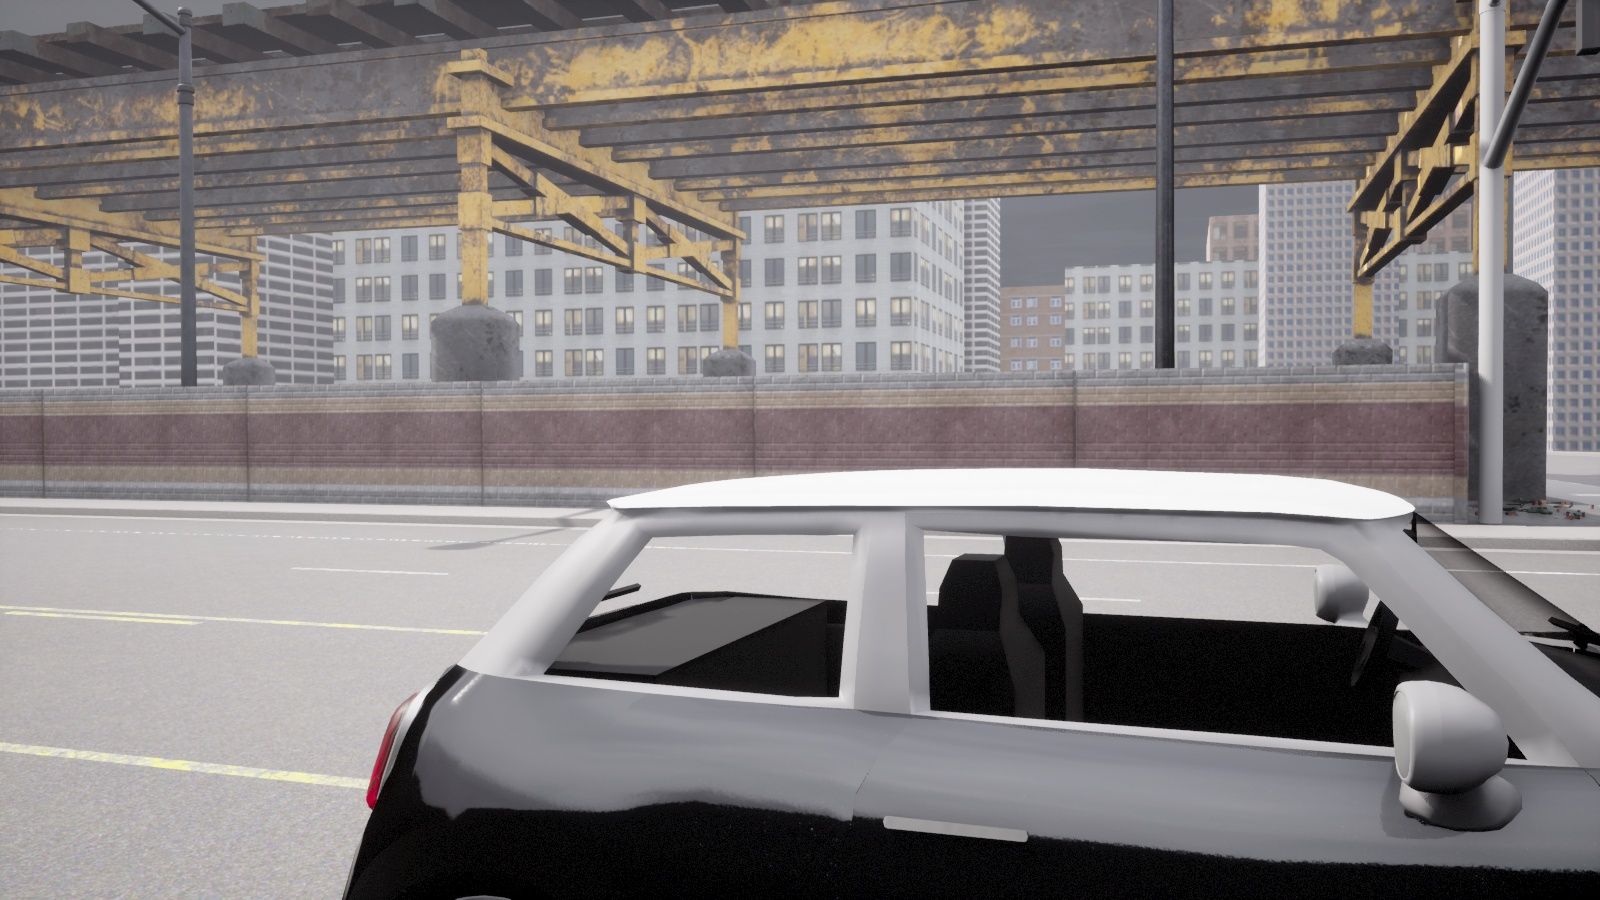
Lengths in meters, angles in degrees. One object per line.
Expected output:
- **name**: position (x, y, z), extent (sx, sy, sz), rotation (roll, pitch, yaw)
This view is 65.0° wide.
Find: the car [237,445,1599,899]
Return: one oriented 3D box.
- **car**: position (0.986, 0.750, 2.861), extent (3.806, 1.475, 1.970), rotation (1, 1, 18)
